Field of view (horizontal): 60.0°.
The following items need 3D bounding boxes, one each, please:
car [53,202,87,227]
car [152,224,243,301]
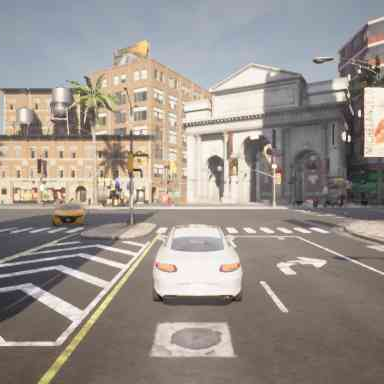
[{"bbox_3d":[-8.409,1.475,23.233,1.882,1.535,5.008,1,0,-16],"label":"car"},{"bbox_3d":[0.106,1.525,8.188,1.812,1.442,4.674,0,0,0],"label":"car"}]
